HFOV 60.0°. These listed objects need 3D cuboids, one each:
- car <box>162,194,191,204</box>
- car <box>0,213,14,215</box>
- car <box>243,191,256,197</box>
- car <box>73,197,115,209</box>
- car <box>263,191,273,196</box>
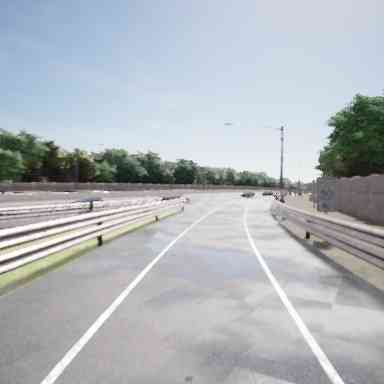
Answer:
[{"bbox_3d":[-2.177,0.970,47.464,2.033,1.411,5.357,1,1,28],"label":"car"},{"bbox_3d":[-15.123,1.418,23.531,1.812,1.442,4.674,1,2,28],"label":"car"},{"bbox_3d":[12.977,0.520,75.499,1.994,1.385,4.181,1,1,28],"label":"car"},{"bbox_3d":[-9.786,1.205,33.399,1.812,1.442,4.674,1,1,28],"label":"car"},{"bbox_3d":[20.586,0.371,89.573,2.128,1.511,4.902,1,1,28],"label":"car"}]
